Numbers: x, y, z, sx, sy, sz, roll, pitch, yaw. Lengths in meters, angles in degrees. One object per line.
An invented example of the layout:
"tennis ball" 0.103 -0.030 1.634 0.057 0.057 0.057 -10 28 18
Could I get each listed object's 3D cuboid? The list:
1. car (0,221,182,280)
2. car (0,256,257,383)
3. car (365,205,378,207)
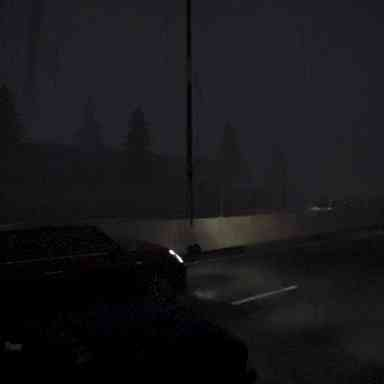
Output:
"car" -2.318 1.340 6.393 4.553 1.767 2.097 0 0 -36
"car" -1.735 1.601 2.508 4.718 1.301 1.895 0 0 -36
"car" 20.158 1.301 35.330 2.033 1.411 5.357 0 0 40
